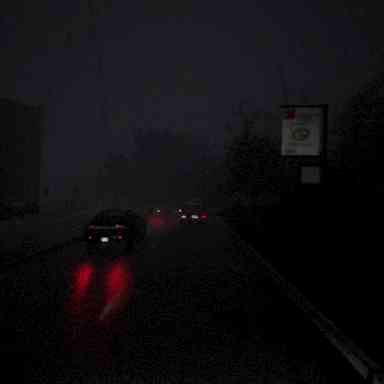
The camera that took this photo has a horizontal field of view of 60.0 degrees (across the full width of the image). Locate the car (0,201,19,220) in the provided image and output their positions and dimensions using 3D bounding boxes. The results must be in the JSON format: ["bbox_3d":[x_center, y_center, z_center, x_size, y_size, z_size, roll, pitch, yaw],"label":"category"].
[{"bbox_3d":[-15.556,1.504,24.976,2.163,1.488,4.792,0,0,0],"label":"car"}]

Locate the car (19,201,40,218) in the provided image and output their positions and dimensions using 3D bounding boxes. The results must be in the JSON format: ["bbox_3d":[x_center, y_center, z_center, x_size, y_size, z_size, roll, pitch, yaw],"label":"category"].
[{"bbox_3d":[-15.584,1.519,30.472,2.002,1.452,4.674,-2,0,0],"label":"car"}]

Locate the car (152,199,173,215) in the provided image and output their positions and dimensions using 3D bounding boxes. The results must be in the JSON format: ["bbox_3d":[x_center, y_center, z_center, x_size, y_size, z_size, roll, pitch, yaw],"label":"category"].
[{"bbox_3d":[-3.078,1.521,33.527,1.837,1.490,4.892,0,0,1],"label":"car"}]

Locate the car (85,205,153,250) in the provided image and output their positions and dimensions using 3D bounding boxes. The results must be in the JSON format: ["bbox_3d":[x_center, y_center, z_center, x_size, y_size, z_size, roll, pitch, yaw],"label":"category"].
[{"bbox_3d":[-3.144,1.499,14.402,2.128,1.511,4.902,0,0,0],"label":"car"}]

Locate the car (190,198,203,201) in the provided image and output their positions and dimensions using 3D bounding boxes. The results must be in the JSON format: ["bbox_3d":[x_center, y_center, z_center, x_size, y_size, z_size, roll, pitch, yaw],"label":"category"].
[{"bbox_3d":[0.596,1.486,40.593,1.882,1.535,5.008,0,0,5],"label":"car"}]

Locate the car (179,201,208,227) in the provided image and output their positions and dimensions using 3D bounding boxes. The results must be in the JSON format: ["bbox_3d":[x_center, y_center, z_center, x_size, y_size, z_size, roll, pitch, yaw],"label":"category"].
[{"bbox_3d":[0.109,1.558,22.764,2.033,1.411,5.357,0,0,0],"label":"car"}]
